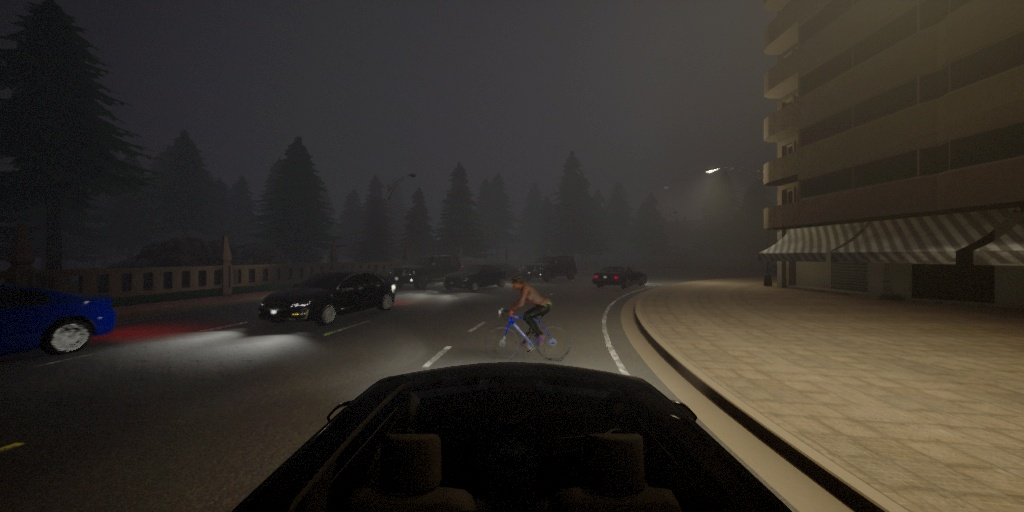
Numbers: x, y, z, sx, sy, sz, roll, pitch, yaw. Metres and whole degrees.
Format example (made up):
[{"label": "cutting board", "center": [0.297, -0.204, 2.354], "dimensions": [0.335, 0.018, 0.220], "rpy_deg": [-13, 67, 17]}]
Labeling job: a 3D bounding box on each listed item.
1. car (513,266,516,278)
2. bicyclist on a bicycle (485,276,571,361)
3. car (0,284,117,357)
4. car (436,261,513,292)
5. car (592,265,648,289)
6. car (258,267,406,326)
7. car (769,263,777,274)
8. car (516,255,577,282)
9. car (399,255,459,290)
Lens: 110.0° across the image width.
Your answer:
[{"label": "car", "center": [-1.057, 1.307, 29.707], "dimensions": [1.994, 1.385, 4.181], "rpy_deg": [0, 0, 38]}, {"label": "bicyclist on a bicycle", "center": [0.285, 1.195, 6.820], "dimensions": [1.656, 1.620, 0.582], "rpy_deg": [-2, 0, 7]}, {"label": "car", "center": [-10.051, 1.226, 5.961], "dimensions": [1.882, 1.535, 5.008], "rpy_deg": [0, 0, 6]}, {"label": "car", "center": [-2.124, 1.223, 21.857], "dimensions": [1.882, 1.535, 5.008], "rpy_deg": [0, 0, 28]}, {"label": "car", "center": [7.044, 1.292, 23.110], "dimensions": [2.033, 1.411, 5.357], "rpy_deg": [0, 0, 38]}, {"label": "car", "center": [-5.739, 1.254, 11.866], "dimensions": [1.837, 1.490, 4.892], "rpy_deg": [0, -1, 14]}, {"label": "car", "center": [30.739, 1.267, 39.330], "dimensions": [4.674, 1.442, 1.812], "rpy_deg": [0, 0, -5]}, {"label": "car", "center": [3.189, 0.965, 29.469], "dimensions": [2.150, 2.045, 5.566], "rpy_deg": [0, 0, 43]}, {"label": "car", "center": [-5.392, 0.968, 23.146], "dimensions": [2.150, 2.045, 5.566], "rpy_deg": [0, 0, 28]}]
